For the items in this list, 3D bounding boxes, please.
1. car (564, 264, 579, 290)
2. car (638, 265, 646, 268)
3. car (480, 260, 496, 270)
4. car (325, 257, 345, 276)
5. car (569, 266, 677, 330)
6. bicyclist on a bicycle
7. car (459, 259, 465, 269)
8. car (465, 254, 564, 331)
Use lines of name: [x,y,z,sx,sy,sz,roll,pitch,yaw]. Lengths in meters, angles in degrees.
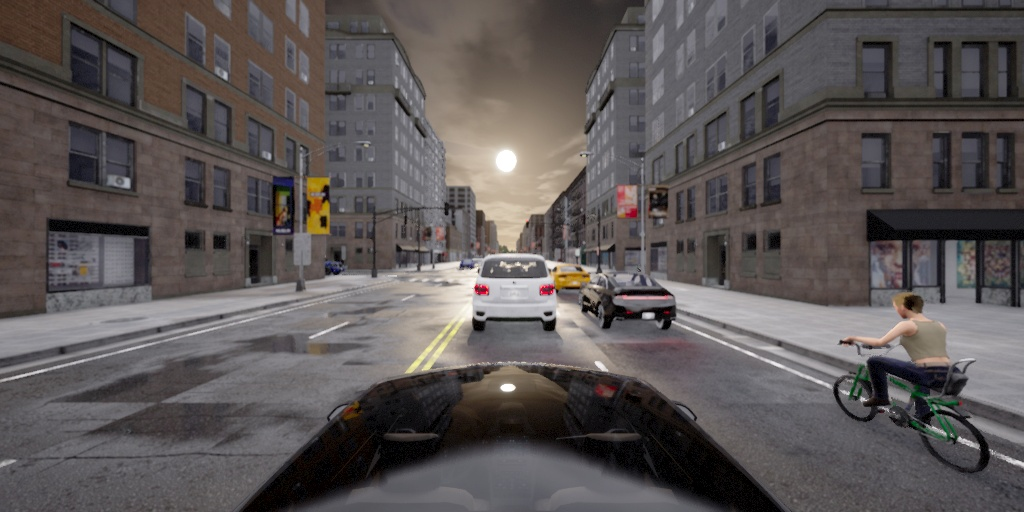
car: [3.176,1.213,20.599,1.882,1.535,5.008,0,0,0]
car: [16.033,1.281,39.007,4.892,1.490,1.837,0,0,0]
car: [-3.544,1.280,53.597,1.994,1.385,4.181,0,0,0]
car: [-19.861,0.918,36.077,5.566,2.045,2.150,1,0,2]
car: [3.306,1.233,11.109,2.128,1.511,4.902,0,0,0]
bicyclist on a bicycle: [4.123,1.184,3.829,0.866,1.612,1.509,0,1,0]
car: [-6.802,1.194,54.356,1.882,1.535,5.008,0,1,0]
car: [0.062,0.963,11.032,2.150,2.045,5.566,0,0,0]
